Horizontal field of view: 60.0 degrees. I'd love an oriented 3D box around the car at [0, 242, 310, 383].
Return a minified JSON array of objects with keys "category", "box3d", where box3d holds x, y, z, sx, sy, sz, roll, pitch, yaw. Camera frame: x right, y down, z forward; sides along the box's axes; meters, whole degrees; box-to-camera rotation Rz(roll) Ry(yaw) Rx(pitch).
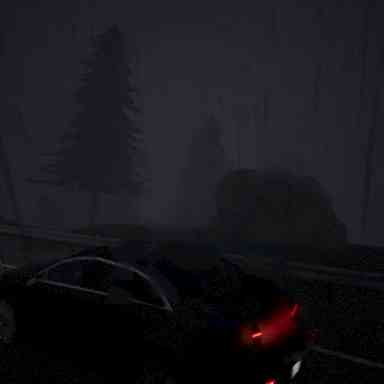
[{"category":"car","box3d":[-0.955,1.470,4.636,4.902,1.511,2.128,0,0,35]}]
